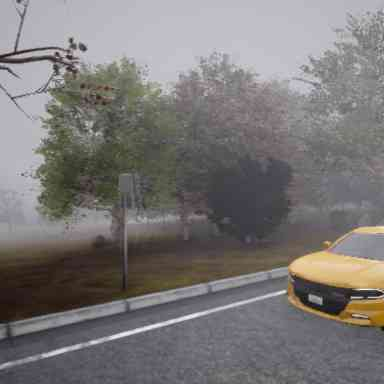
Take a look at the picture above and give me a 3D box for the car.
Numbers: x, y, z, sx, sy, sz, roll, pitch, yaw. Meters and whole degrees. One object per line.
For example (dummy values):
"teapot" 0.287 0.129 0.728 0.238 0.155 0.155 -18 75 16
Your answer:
"car" 4.049 1.480 6.882 5.008 1.535 1.882 0 0 -35
